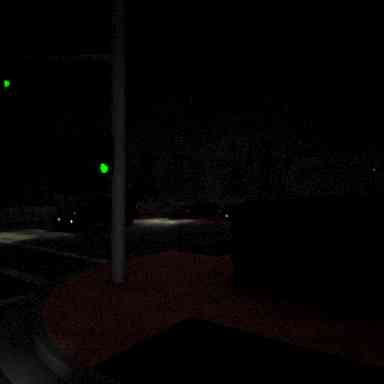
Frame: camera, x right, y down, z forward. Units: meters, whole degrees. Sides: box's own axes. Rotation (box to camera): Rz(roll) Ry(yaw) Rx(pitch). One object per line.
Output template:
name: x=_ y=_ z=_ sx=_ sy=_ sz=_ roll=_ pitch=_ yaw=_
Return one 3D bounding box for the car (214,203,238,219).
car: x=4.155 y=1.601 z=28.211 sx=1.895 sy=1.301 sz=4.718 roll=0 pitch=0 yaw=38

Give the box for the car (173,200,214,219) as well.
car: x=0.386 y=1.478 z=29.401 sx=1.882 sy=1.535 sz=5.008 roll=0 pitch=0 yaw=39

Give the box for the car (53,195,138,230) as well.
car: x=-5.979 y=1.221 z=21.385 sx=2.150 sy=2.045 sz=5.566 roll=0 pitch=0 yaw=38
